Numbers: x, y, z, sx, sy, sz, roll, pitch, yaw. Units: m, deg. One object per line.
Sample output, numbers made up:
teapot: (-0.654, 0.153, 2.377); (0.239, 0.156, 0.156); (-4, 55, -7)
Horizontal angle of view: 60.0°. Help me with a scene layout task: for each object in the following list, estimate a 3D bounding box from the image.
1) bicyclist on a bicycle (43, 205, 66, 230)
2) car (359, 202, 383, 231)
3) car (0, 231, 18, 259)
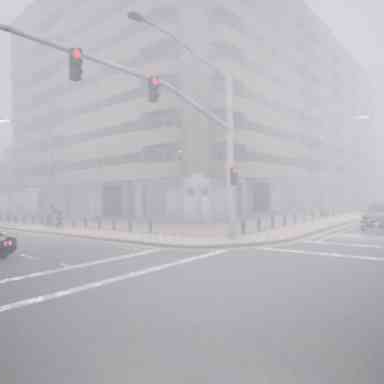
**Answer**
bicyclist on a bicycle: (-9.348, 1.723, 22.674); (0.582, 1.620, 1.656); (-2, 0, 39)
car: (10.861, 1.358, 18.765); (1.837, 1.490, 4.892); (-2, -1, 39)
car: (-8.707, 1.936, 12.839); (4.718, 1.301, 1.895); (-2, -1, 38)
